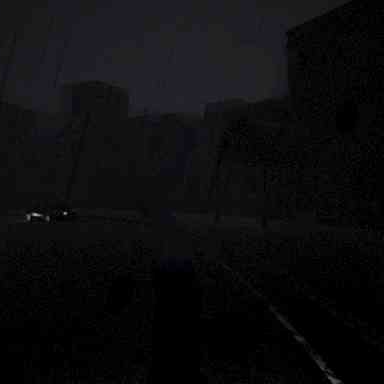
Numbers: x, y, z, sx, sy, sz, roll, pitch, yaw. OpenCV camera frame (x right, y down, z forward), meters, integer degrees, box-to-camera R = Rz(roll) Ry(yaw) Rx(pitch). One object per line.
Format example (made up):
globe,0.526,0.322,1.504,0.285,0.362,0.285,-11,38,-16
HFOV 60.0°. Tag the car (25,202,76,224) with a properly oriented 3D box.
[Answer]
car,-10.011,1.404,23.434,4.181,1.385,1.994,-1,2,39
